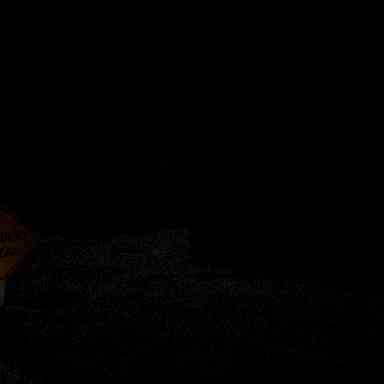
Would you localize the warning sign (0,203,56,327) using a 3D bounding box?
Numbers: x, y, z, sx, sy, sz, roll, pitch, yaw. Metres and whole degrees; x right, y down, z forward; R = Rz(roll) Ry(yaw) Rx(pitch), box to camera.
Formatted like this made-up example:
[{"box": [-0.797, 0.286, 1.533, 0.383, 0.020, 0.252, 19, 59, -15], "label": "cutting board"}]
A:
[{"box": [-3.200, 1.138, 5.609, 1.060, 1.860, 1.300, 0, 0, 36], "label": "warning sign"}]
